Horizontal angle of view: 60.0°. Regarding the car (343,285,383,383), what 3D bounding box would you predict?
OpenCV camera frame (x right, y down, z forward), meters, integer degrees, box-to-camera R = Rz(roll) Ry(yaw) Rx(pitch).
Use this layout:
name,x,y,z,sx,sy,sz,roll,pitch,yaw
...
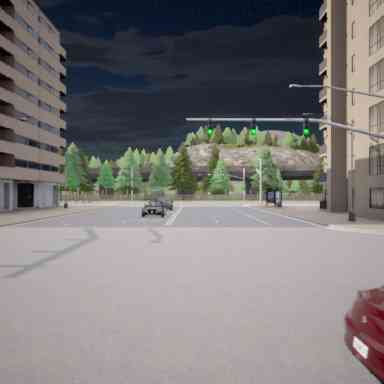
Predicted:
name,x,y,z,sx,sy,sz,roll,pitch,yaw
car,4.144,1.526,3.614,4.674,1.442,1.812,0,0,1

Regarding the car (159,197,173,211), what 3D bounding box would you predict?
name,x,y,z,sx,sy,sz,roll,pitch,yaw
car,-3.431,1.365,41.303,2.097,1.767,4.553,0,0,-1

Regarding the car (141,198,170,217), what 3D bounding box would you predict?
name,x,y,z,sx,sy,sz,roll,pitch,yaw
car,-3.480,1.574,31.038,1.994,1.385,4.181,0,0,0
